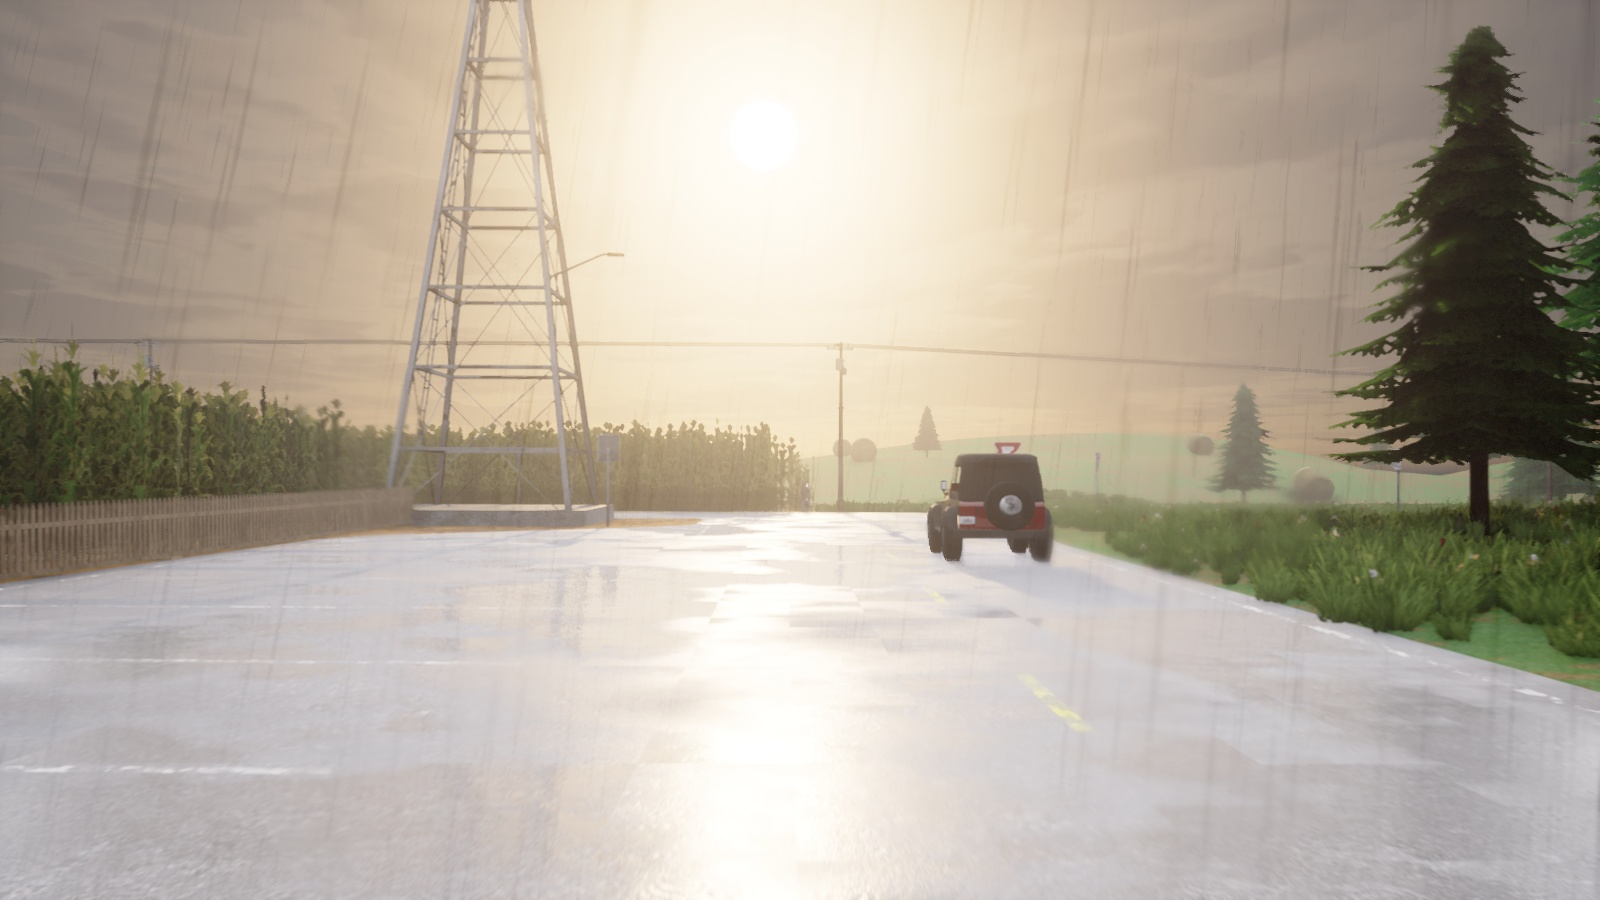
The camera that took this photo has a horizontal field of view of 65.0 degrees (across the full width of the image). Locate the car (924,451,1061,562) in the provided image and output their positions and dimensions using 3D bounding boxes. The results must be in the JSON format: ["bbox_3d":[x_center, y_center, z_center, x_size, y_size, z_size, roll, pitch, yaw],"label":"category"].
[{"bbox_3d":[3.443,0.984,23.125,1.905,1.878,3.866,0,-1,0],"label":"car"}]
